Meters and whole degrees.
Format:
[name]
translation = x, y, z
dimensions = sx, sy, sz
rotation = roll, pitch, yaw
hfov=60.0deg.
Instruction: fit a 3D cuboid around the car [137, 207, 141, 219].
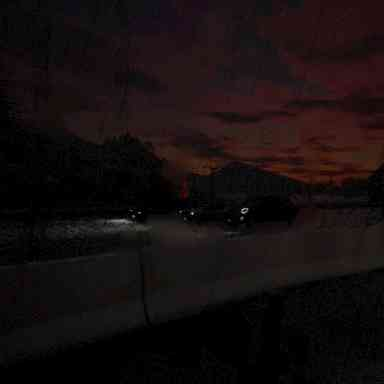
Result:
[car]
translation = -1.671, 1.248, 23.810
dimensions = 5.357, 1.411, 2.033
rotation = 0, 1, -32
